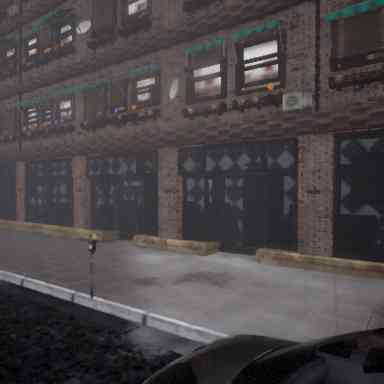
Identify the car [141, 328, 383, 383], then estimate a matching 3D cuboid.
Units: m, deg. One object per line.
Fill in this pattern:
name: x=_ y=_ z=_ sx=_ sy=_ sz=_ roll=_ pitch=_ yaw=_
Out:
car: x=1.436 y=1.565 z=1.843 sx=4.313 sy=1.339 sz=1.947 roll=0 pitch=0 yaw=36
